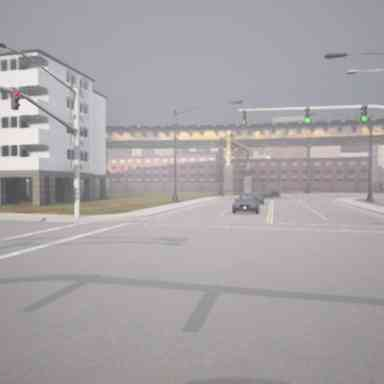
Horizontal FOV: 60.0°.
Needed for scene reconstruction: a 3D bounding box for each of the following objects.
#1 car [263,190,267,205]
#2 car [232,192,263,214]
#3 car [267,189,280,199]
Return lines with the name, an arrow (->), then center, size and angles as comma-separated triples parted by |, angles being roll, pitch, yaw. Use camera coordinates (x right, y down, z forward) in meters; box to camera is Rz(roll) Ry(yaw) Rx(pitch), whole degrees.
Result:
car -> 6.995, 0.683, 36.986 | 1.994, 1.385, 4.181 | 0, 1, 14
car -> 4.367, 0.938, 26.534 | 1.994, 1.385, 4.181 | 0, 1, 14
car -> 12.341, 0.287, 52.675 | 2.033, 1.411, 5.357 | 1, 2, 34
